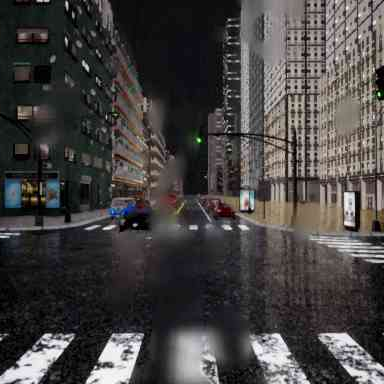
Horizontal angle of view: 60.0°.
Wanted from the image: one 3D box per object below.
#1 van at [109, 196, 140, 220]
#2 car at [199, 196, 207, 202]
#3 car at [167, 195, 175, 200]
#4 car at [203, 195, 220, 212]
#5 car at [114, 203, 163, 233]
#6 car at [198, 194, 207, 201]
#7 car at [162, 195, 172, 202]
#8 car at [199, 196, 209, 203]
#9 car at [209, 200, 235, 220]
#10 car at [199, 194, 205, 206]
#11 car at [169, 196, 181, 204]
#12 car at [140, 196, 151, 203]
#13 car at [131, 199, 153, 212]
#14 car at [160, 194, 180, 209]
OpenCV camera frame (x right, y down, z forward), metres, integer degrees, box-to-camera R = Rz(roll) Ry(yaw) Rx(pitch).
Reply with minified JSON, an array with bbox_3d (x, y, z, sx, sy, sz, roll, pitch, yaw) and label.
[{"bbox_3d":[-5.734,1.352,27.876,1.690,1.788,3.998,0,0,0],"label":"van"},{"bbox_3d":[2.551,1.636,77.639,1.802,1.307,4.206,0,0,0],"label":"car"},{"bbox_3d":[-5.861,1.643,94.207,1.947,1.339,4.313,0,0,0],"label":"car"},{"bbox_3d":[2.625,1.457,38.946,1.967,1.590,4.097,0,0,0],"label":"car"},{"bbox_3d":[-3.037,1.573,19.801,1.994,1.385,4.181,0,0,0],"label":"car"},{"bbox_3d":[2.542,1.376,83.167,2.192,1.841,5.009,0,0,0],"label":"car"},{"bbox_3d":[-5.829,1.494,77.624,1.967,1.590,4.097,0,0,0],"label":"car"},{"bbox_3d":[2.561,1.592,72.112,1.887,1.381,4.507,0,0,0],"label":"car"},{"bbox_3d":[2.645,1.592,27.890,1.802,1.307,4.206,0,0,0],"label":"car"},{"bbox_3d":[2.593,1.469,55.529,1.967,1.590,4.097,0,0,0],"label":"car"},{"bbox_3d":[-3.115,1.448,61.172,2.033,1.411,5.357,0,0,0],"label":"car"},{"bbox_3d":[-5.744,1.329,33.403,2.192,1.841,5.009,0,0,0],"label":"car"},{"bbox_3d":[-5.757,1.562,38.931,1.887,1.381,4.507,0,0,0],"label":"car"},{"bbox_3d":[-3.086,1.237,45.940,2.150,2.045,5.566,0,0,0],"label":"car"}]
